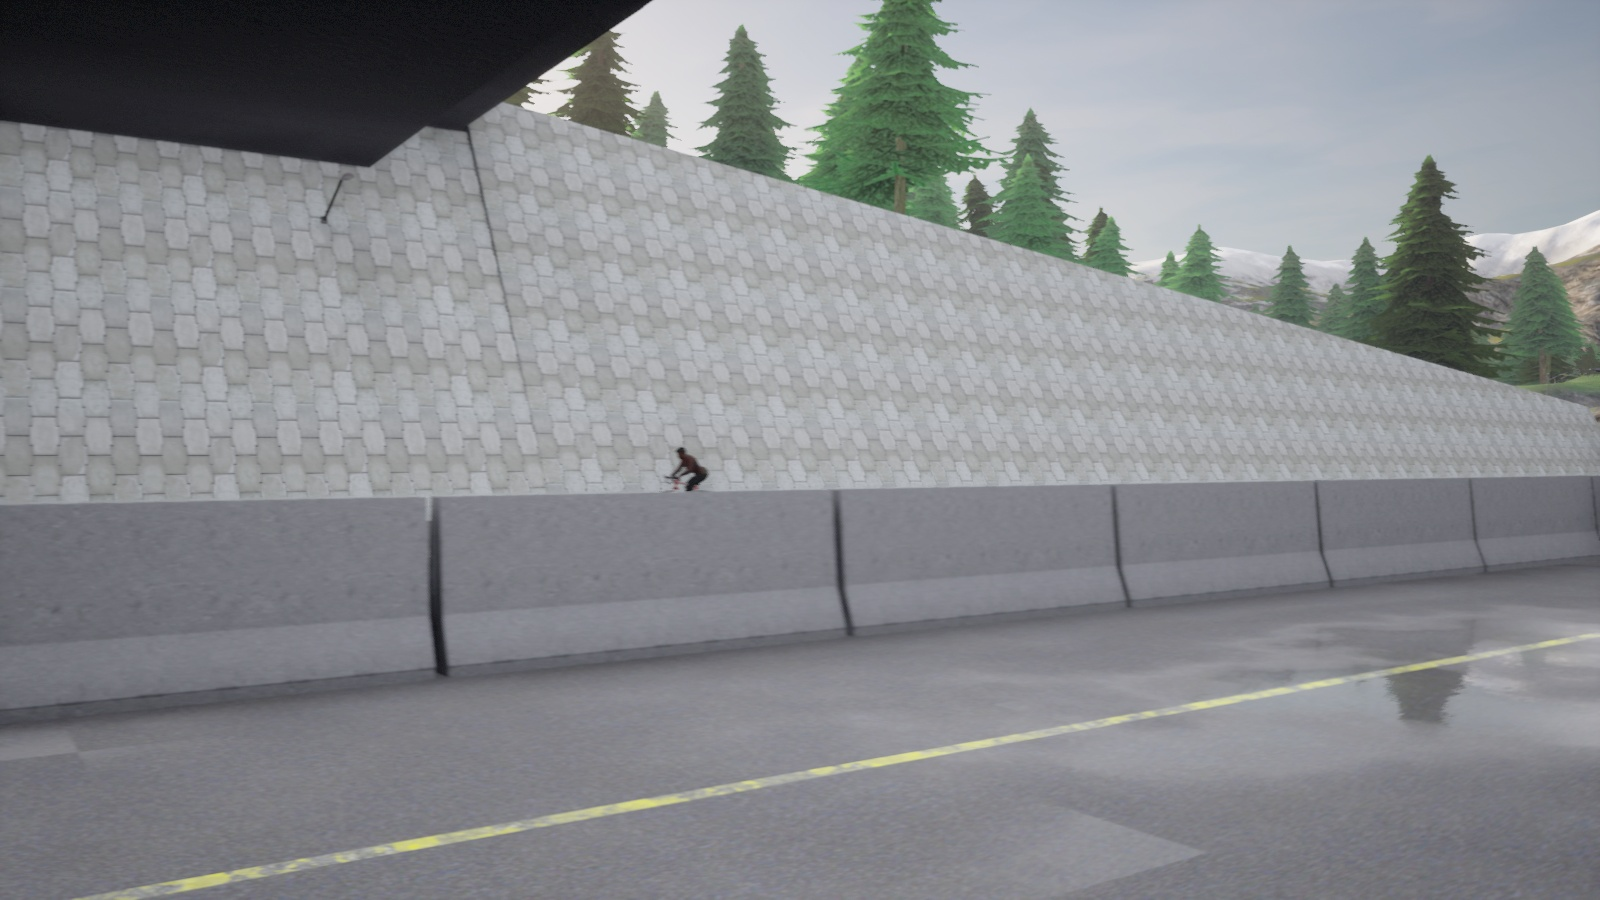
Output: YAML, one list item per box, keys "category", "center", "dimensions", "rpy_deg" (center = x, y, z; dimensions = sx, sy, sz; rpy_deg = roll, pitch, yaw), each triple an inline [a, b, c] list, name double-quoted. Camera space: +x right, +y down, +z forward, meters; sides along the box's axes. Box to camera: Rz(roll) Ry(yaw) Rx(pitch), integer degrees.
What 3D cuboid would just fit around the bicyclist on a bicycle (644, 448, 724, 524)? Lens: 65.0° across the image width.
- category: "bicyclist on a bicycle"
  center: [-2.525, 0.770, 27.487]
  dimensions: [1.656, 1.620, 0.582]
  rpy_deg: [0, 0, -35]
